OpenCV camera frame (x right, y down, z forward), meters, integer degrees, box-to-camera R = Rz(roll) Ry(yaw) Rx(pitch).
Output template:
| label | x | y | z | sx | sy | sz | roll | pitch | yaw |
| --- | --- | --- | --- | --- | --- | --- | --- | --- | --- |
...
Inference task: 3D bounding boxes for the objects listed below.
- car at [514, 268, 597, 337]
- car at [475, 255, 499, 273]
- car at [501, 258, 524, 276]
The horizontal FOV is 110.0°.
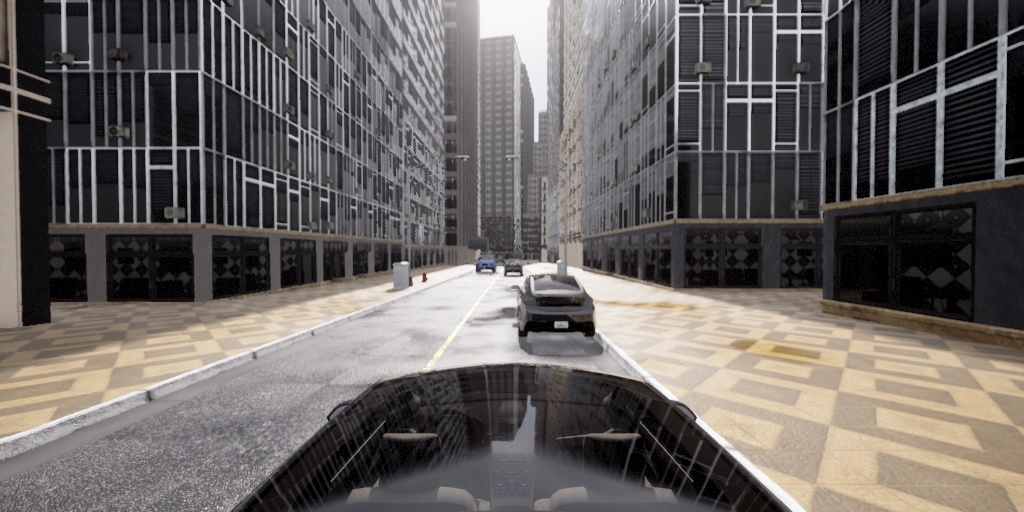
| label | x | y | z | sx | sy | sz | roll | pitch | yaw |
| --- | --- | --- | --- | --- | --- | --- | --- | --- | --- |
| car | 1.073 | 1.245 | 10.183 | 1.837 | 1.490 | 4.892 | 0 | 0 | 0 |
| car | -2.991 | 0.934 | 42.043 | 2.150 | 2.045 | 5.566 | 0 | 0 | 0 |
| car | 0.162 | 1.219 | 36.609 | 1.837 | 1.490 | 4.892 | 0 | 0 | 0 |
